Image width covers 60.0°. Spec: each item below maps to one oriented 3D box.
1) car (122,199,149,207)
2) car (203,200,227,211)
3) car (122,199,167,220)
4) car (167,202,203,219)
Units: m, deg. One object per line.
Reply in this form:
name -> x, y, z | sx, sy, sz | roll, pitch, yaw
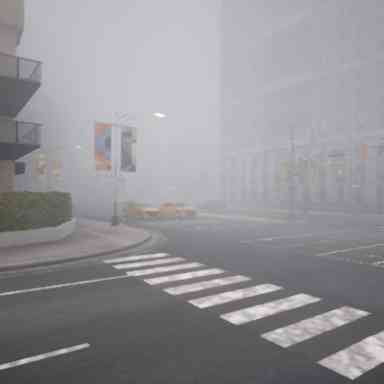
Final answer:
car -> -9.682, 1.871, 56.711 | 4.718, 1.301, 1.895 | 0, 0, 42
car -> 2.786, 1.817, 45.942 | 1.837, 1.490, 4.892 | 1, 0, -35
car -> -4.613, 1.625, 30.086 | 1.882, 1.535, 5.008 | 1, 0, -35
car -> -1.483, 1.663, 31.720 | 1.882, 1.535, 5.008 | 1, 0, -35
